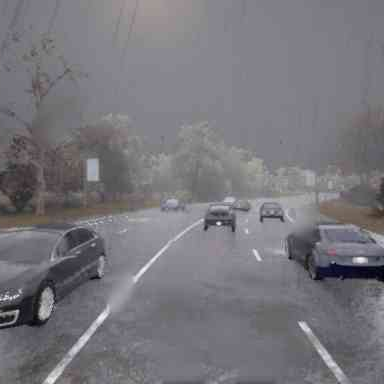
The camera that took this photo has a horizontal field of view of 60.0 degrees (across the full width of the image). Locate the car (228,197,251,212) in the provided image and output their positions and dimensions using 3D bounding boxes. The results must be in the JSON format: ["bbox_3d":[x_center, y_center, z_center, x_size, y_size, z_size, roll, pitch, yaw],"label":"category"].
[{"bbox_3d":[5.792,1.578,39.010,1.994,1.385,4.181,0,0,16],"label":"car"}]

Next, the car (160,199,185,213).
[{"bbox_3d":[-2.073,1.503,37.539,1.812,1.442,4.674,0,0,15],"label":"car"}]

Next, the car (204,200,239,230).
[{"bbox_3d":[1.862,1.507,21.012,1.837,1.490,4.892,0,0,9],"label":"car"}]

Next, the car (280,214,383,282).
[{"bbox_3d":[4.108,1.576,9.845,1.994,1.385,4.181,0,0,4],"label":"car"}]

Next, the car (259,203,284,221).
[{"bbox_3d":[6.467,1.568,27.201,2.033,1.411,5.357,0,0,12],"label":"car"}]

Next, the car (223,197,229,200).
[{"bbox_3d":[5.802,1.532,50.936,1.812,1.442,4.674,0,0,20],"label":"car"}]

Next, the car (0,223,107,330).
[{"bbox_3d":[-3.282,1.492,7.146,1.837,1.490,4.892,0,0,3],"label":"car"}]
